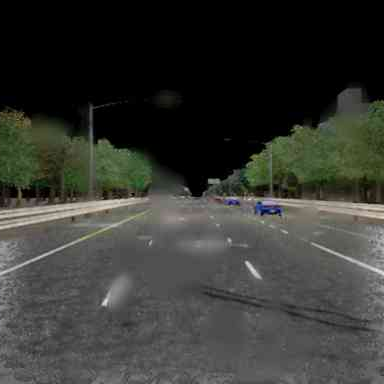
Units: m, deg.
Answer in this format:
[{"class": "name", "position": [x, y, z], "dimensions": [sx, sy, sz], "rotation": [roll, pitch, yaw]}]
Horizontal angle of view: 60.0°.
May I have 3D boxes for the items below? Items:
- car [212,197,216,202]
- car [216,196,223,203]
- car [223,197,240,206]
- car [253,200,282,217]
[{"class": "car", "position": [7.330, 2.005, 93.742], "dimensions": [1.882, 1.535, 5.008], "rotation": [0, -1, 1]}, {"class": "car", "position": [7.210, 1.844, 77.759], "dimensions": [1.812, 1.442, 4.674], "rotation": [0, -1, 0]}, {"class": "car", "position": [7.098, 1.596, 57.976], "dimensions": [1.882, 1.535, 5.008], "rotation": [0, 0, 0]}, {"class": "car", "position": [7.016, 1.488, 31.337], "dimensions": [1.882, 1.535, 5.008], "rotation": [0, 0, 0]}]
